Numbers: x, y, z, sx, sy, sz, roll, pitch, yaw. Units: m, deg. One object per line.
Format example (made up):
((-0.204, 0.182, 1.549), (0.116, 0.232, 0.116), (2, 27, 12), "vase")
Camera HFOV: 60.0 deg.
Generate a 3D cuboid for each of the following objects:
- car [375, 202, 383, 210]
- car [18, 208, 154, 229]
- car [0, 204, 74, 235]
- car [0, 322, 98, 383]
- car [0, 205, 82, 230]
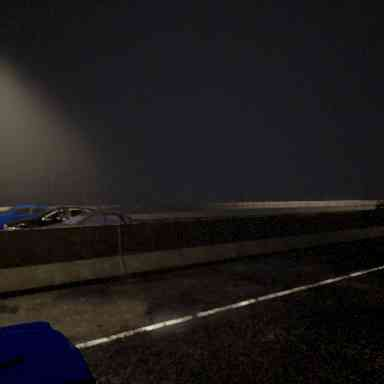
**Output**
((25.472, 1.785, 42.855), (4.181, 1.385, 1.994), (1, 0, -34), "car")
((-4.071, 1.562, 13.968), (5.357, 1.411, 2.033), (0, 0, -35), "car")
((-9.488, 1.485, 18.704), (5.008, 1.535, 1.882), (0, 0, -35), "car")
((-2.845, 1.595, 1.711), (4.718, 1.301, 1.895), (0, 0, -36), "car")
((-6.515, 1.517, 16.521), (4.892, 1.490, 1.837), (0, 0, -35), "car")
